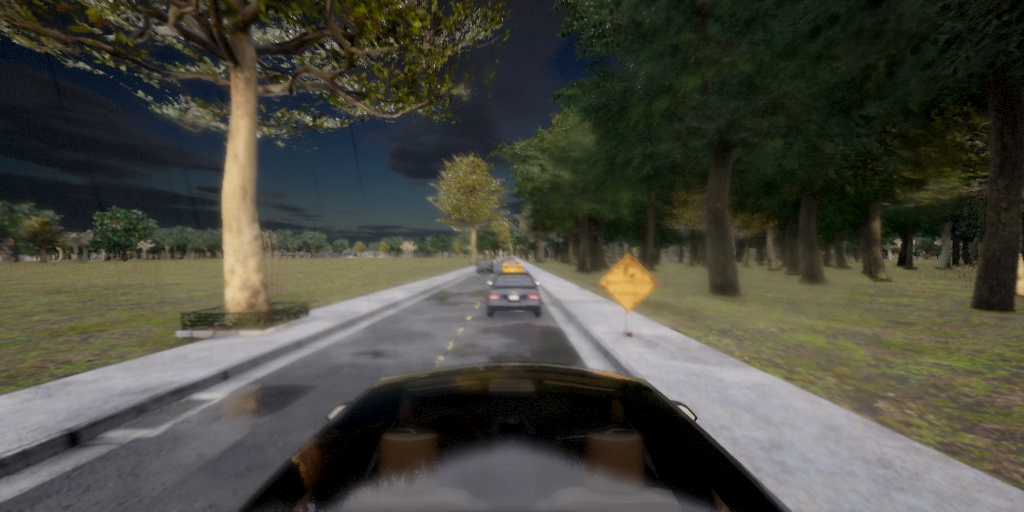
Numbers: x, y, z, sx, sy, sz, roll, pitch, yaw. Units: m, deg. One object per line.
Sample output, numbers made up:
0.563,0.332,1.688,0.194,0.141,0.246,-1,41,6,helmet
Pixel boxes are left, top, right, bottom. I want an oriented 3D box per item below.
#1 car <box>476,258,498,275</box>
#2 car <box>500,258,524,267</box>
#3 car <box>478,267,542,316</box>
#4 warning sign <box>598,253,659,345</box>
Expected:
-2.841,1.268,40.135,1.837,1.490,4.892,0,0,0,car
0.099,1.240,34.858,1.882,1.535,5.008,0,0,0,car
0.087,1.307,13.305,2.033,1.411,5.357,0,0,0,car
2.518,0.872,7.770,1.300,1.860,1.060,0,0,0,warning sign
